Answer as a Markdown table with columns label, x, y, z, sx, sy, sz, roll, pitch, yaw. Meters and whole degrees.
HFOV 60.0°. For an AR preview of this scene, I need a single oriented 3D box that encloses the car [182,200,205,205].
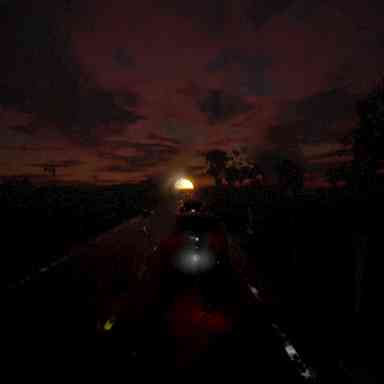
| label | x | y | z | sx | sy | sz | roll | pitch | yaw |
| --- | --- | --- | --- | --- | --- | --- | --- | --- | --- |
| car | 0.088 | 1.343 | 26.686 | 1.994 | 1.385 | 4.181 | 0 | 0 | 0 |

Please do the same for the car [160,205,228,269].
| label | x | y | z | sx | sy | sz | roll | pitch | yaw |
| --- | --- | --- | --- | --- | --- | --- | --- | --- | --- |
| car | 0.088 | 1.413 | 10.844 | 1.837 | 1.490 | 4.892 | 0 | 1 | 0 |

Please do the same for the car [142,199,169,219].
| label | x | y | z | sx | sy | sz | roll | pitch | yaw |
| --- | --- | --- | --- | --- | --- | --- | --- | --- | --- |
| car | -2.849 | 1.302 | 27.025 | 1.812 | 1.442 | 4.674 | 0 | 0 | 0 |
